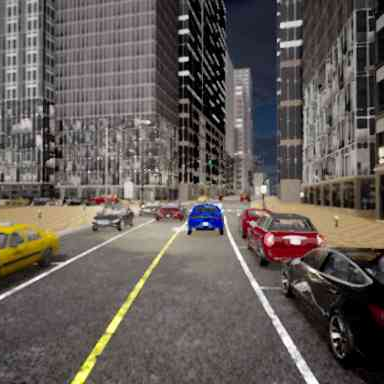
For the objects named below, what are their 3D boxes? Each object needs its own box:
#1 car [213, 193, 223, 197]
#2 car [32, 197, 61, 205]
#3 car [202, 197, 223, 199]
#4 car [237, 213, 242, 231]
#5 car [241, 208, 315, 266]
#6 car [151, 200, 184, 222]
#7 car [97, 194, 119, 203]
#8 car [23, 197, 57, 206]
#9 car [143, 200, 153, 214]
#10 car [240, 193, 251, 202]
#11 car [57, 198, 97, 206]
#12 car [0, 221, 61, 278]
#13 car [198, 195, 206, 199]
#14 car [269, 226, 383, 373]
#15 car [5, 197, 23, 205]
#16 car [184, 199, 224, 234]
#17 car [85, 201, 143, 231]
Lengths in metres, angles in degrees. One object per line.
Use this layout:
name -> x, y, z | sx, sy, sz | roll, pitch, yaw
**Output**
car -> 6.453, 1.188, 83.627 | 2.192, 1.841, 5.009 | 1, 0, 15
car -> -25.151, 1.608, 57.532 | 4.403, 1.369, 2.008 | 0, -1, 14
car -> 2.288, 1.491, 36.617 | 1.895, 1.301, 4.718 | 0, 0, 4
car -> 3.255, 1.487, 16.869 | 1.887, 1.381, 4.507 | 1, 0, 4
car -> 2.975, 1.402, 11.233 | 1.967, 1.590, 4.097 | 1, 0, 3
car -> -1.533, 1.482, 25.521 | 1.994, 1.385, 4.181 | 0, 0, 5
car -> -14.306, 1.326, 54.782 | 5.009, 1.841, 2.192 | 0, -1, 14
car -> -21.658, 1.463, 48.516 | 4.403, 1.369, 2.008 | 0, -1, 14
car -> -3.665, 1.459, 30.678 | 2.008, 1.369, 4.403 | 1, 0, 6
car -> 11.160, 1.161, 69.866 | 2.192, 1.841, 5.009 | 1, 0, 14
car -> -16.237, 1.455, 47.140 | 4.313, 1.339, 1.947 | 0, -1, 14
car -> -5.139, 1.493, 8.789 | 1.752, 1.417, 4.829 | 1, 0, 2
car -> 2.203, 1.394, 67.453 | 1.752, 1.417, 4.829 | 1, 0, 13
car -> 2.791, 1.548, 5.549 | 1.947, 1.339, 4.313 | 1, 0, 1
car -> -30.738, 1.606, 58.950 | 4.829, 1.417, 1.752 | 0, -1, 14
car -> 0.818, 1.414, 18.907 | 1.882, 1.535, 5.008 | 0, 0, 4
car -> -4.585, 1.486, 19.901 | 2.008, 1.369, 4.403 | 1, 0, 4
